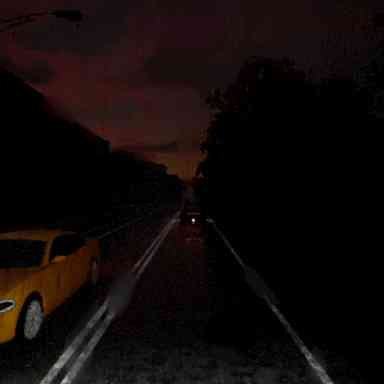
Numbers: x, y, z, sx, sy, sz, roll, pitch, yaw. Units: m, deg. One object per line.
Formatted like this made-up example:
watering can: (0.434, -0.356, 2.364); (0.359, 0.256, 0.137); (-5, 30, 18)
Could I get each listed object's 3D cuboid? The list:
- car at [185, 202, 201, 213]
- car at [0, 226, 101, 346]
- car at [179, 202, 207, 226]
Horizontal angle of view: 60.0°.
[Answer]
car: (0.100, 1.903, 41.732); (1.895, 1.301, 4.718); (0, 0, 0)
car: (-3.306, 1.528, 6.651); (1.882, 1.535, 5.008); (0, -1, 0)
car: (0.100, 1.690, 25.294); (1.837, 1.490, 4.892); (0, 0, 0)
